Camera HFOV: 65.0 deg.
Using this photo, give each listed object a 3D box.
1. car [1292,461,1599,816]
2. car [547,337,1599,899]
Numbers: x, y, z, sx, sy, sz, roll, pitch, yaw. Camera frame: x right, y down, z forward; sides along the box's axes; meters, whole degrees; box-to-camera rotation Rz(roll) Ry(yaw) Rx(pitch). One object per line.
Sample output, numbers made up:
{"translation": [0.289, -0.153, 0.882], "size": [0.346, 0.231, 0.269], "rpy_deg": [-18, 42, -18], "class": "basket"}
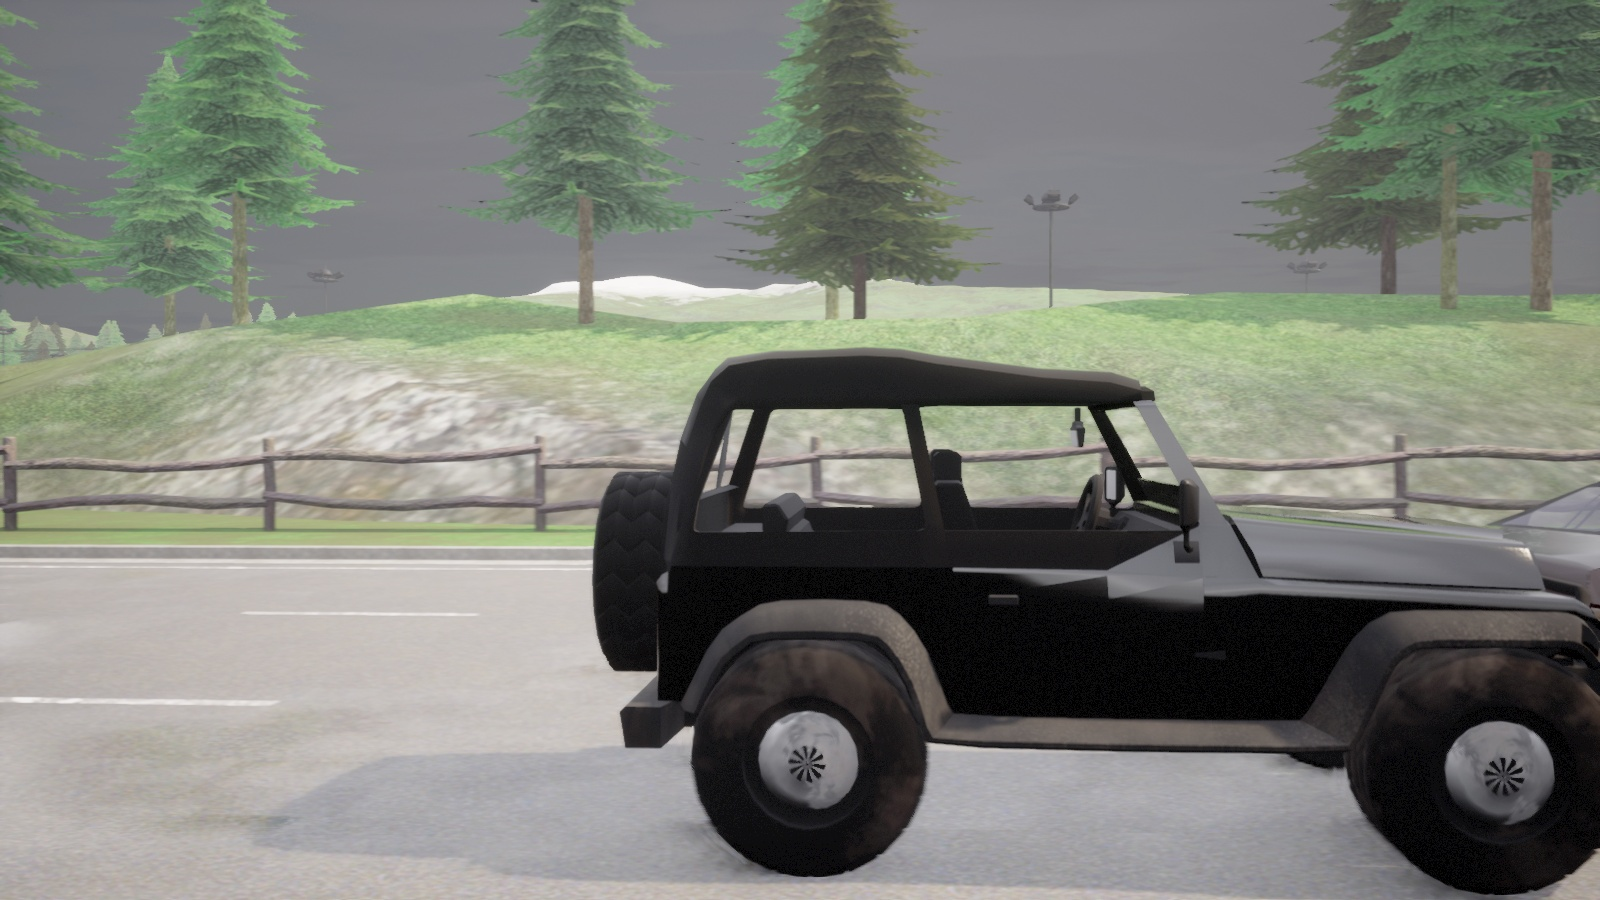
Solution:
{"translation": [5.646, 0.787, 6.787], "size": [5.357, 1.411, 2.033], "rpy_deg": [0, 1, -14], "class": "car"}
{"translation": [1.116, 0.543, 5.210], "size": [3.866, 1.878, 1.905], "rpy_deg": [0, 1, 5], "class": "car"}
